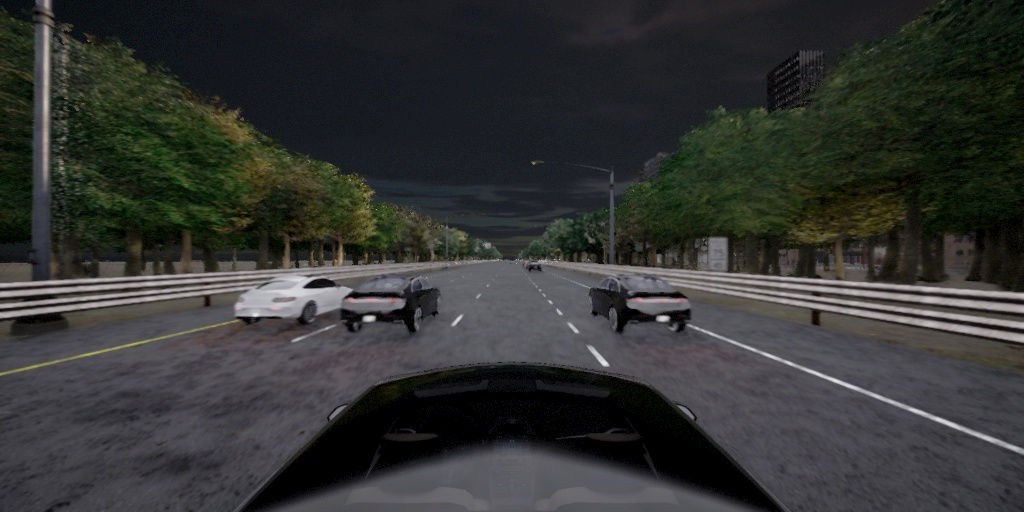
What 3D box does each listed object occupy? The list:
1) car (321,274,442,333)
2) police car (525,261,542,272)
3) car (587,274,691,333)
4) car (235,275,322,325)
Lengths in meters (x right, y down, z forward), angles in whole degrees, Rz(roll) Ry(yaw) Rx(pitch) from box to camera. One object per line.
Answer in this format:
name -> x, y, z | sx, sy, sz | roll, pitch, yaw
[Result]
car -> -3.401, 1.305, 10.967 | 2.128, 1.511, 4.902 | 0, 0, 0
police car -> 3.498, 1.562, 55.313 | 1.930, 1.638, 5.238 | 0, 0, 0
car -> 3.598, 1.306, 10.972 | 2.128, 1.511, 4.902 | 0, 0, 0
car -> -6.903, 1.346, 11.964 | 1.812, 1.442, 4.674 | 0, 0, 0
